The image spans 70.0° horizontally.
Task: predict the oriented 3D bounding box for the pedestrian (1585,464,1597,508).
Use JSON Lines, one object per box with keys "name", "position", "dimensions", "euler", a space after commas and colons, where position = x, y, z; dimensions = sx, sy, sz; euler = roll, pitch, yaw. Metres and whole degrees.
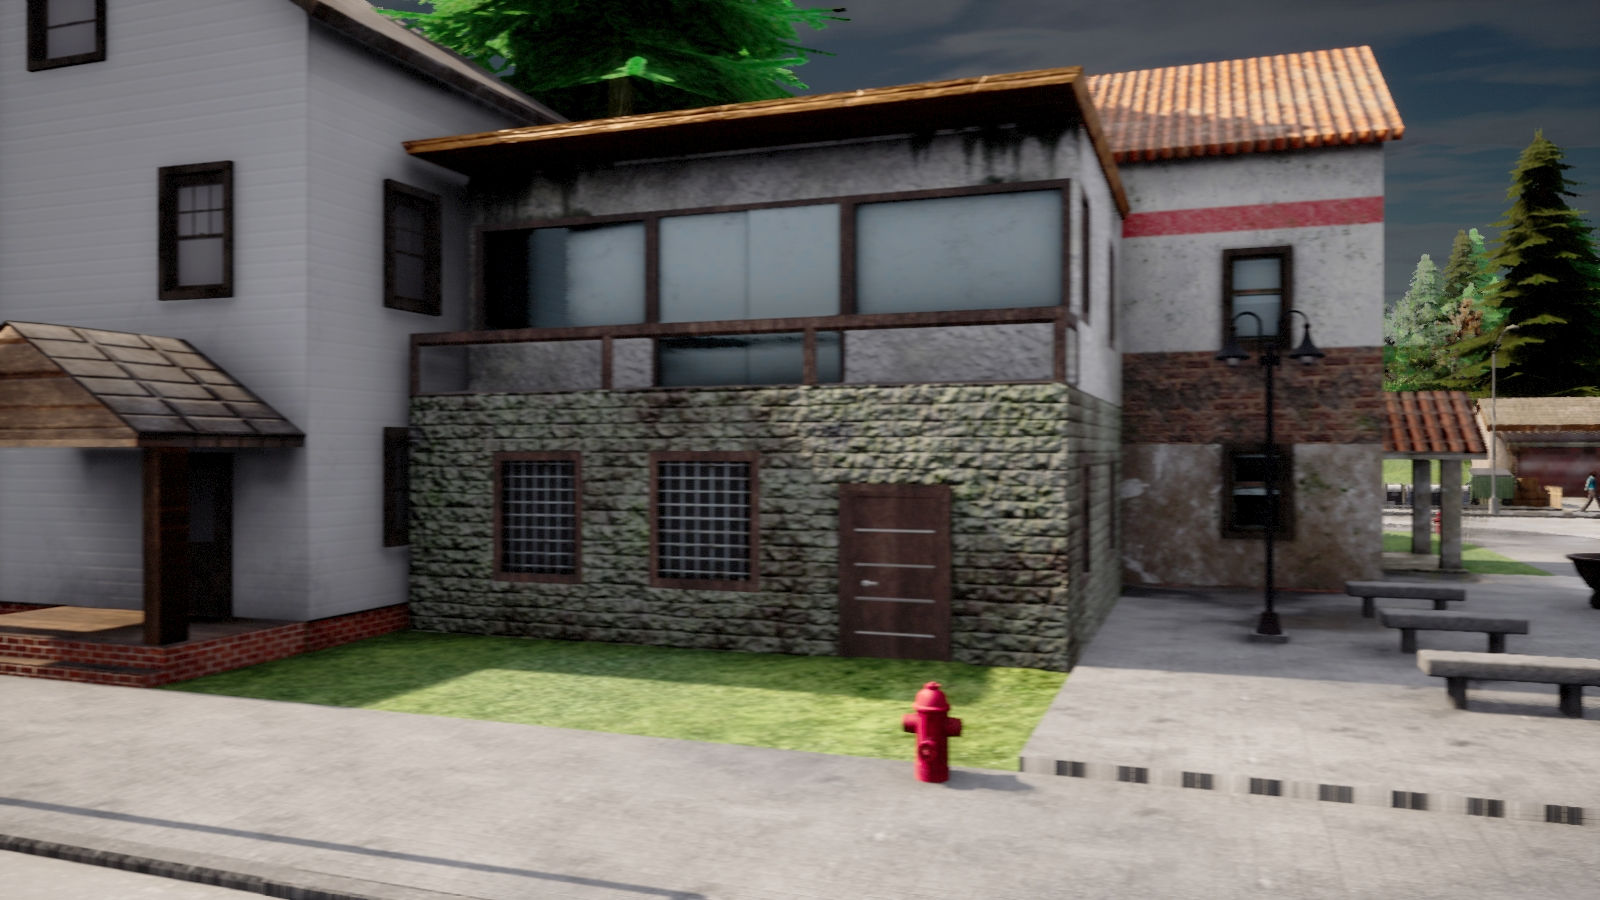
{"name": "pedestrian", "position": [33.622, 1.524, 48.549], "dimensions": [0.375, 1.860, 0.375], "euler": [0, 0, 44]}
